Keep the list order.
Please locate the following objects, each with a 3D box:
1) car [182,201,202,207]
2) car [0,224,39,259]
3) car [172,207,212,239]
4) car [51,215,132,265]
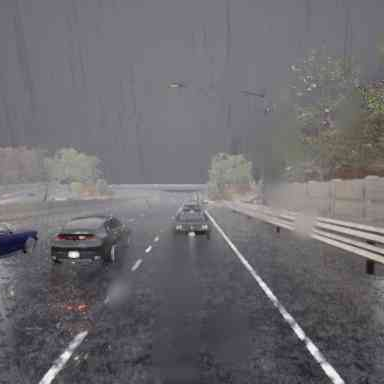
[{"bbox_3d":[0.002,1.728,35.444,1.837,1.490,4.892,0,0,0],"label":"car"},{"bbox_3d":[-6.903,1.665,10.871,1.895,1.301,4.718,0,0,0],"label":"car"},{"bbox_3d":[-0.004,1.709,17.927,1.895,1.301,4.718,0,0,0],"label":"car"},{"bbox_3d":[-3.401,1.576,11.993,1.837,1.490,4.892,0,0,0],"label":"car"}]
